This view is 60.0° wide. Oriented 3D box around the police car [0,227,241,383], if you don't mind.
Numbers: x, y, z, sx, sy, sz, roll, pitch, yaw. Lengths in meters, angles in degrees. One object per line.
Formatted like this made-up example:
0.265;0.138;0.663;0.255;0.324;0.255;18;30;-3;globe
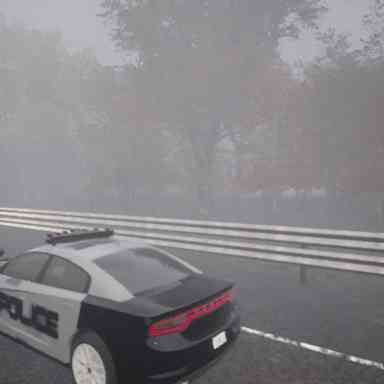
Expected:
-1.808;1.399;5.152;5.238;1.638;1.930;0;0;35;police car
